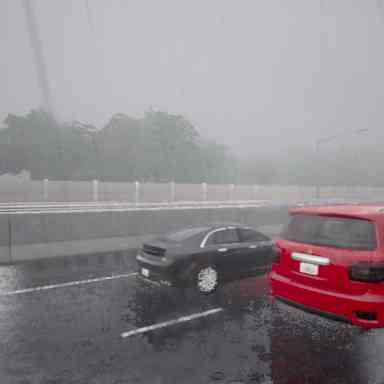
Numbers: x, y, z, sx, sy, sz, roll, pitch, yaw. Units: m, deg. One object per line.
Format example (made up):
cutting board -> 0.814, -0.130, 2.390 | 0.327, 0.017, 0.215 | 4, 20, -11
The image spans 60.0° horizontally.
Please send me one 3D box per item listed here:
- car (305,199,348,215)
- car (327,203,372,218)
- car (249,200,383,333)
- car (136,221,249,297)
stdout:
car -> 14.692, 1.629, 36.197 | 5.008, 1.535, 1.882 | 0, 0, -36
car -> 15.384, 1.749, 32.381 | 4.718, 1.301, 1.895 | 0, 0, -36
car -> 3.943, 1.265, 6.604 | 5.566, 2.045, 2.150 | 0, 0, -36
car -> 0.932, 1.540, 8.748 | 4.892, 1.490, 1.837 | 0, 0, -36
